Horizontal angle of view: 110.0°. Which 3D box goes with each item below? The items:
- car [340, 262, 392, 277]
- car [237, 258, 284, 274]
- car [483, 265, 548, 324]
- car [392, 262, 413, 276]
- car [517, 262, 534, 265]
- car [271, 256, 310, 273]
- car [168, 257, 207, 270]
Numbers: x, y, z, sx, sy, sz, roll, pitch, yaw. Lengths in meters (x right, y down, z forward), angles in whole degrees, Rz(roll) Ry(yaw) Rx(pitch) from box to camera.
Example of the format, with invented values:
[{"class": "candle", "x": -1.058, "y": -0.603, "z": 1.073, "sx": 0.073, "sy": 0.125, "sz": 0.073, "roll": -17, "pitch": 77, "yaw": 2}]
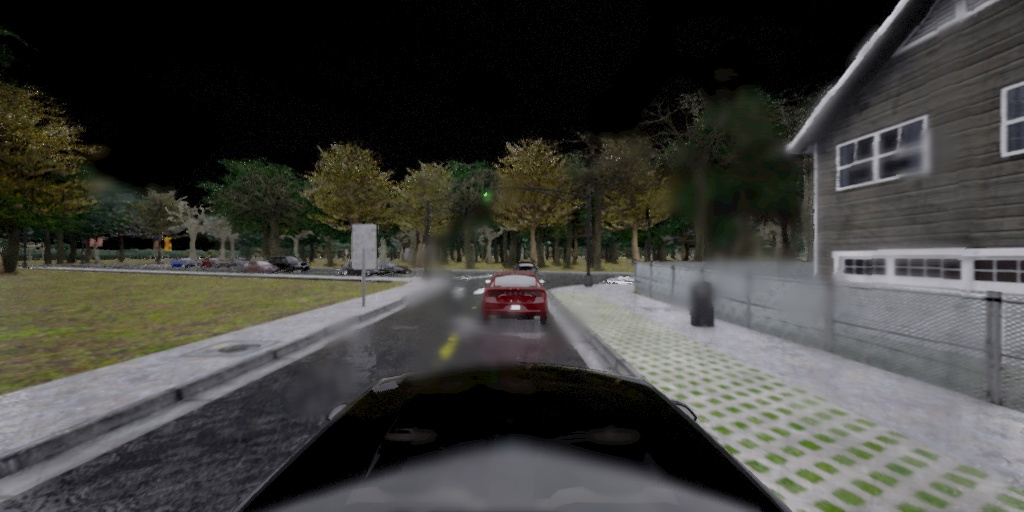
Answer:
[{"class": "car", "x": -14.494, "y": 1.249, "z": 34.957, "sx": 4.892, "sy": 1.490, "sz": 1.837, "roll": 0, "pitch": 0, "yaw": 23}, {"class": "car", "x": -28.843, "y": 1.287, "z": 41.150, "sx": 4.674, "sy": 1.442, "sz": 1.812, "roll": 0, "pitch": 0, "yaw": 23}, {"class": "car", "x": 0.095, "y": 1.228, "z": 12.075, "sx": 1.882, "sy": 1.535, "sz": 5.008, "roll": 0, "pitch": 0, "yaw": 0}, {"class": "car", "x": -13.181, "y": 1.303, "z": 37.930, "sx": 5.357, "sy": 1.411, "sz": 2.033, "roll": 0, "pitch": 0, "yaw": 23}, {"class": "car", "x": 1.110, "y": 1.239, "z": 30.006, "sx": 1.837, "sy": 1.490, "sz": 4.892, "roll": 1, "pitch": 0, "yaw": 1}, {"class": "car", "x": -27.510, "y": 0.993, "z": 44.116, "sx": 5.566, "sy": 2.045, "sz": 2.150, "roll": 0, "pitch": 0, "yaw": 23}, {"class": "car", "x": -43.238, "y": 0.899, "z": 47.449, "sx": 5.008, "sy": 1.535, "sz": 1.882, "roll": 0, "pitch": 0, "yaw": 23}]
